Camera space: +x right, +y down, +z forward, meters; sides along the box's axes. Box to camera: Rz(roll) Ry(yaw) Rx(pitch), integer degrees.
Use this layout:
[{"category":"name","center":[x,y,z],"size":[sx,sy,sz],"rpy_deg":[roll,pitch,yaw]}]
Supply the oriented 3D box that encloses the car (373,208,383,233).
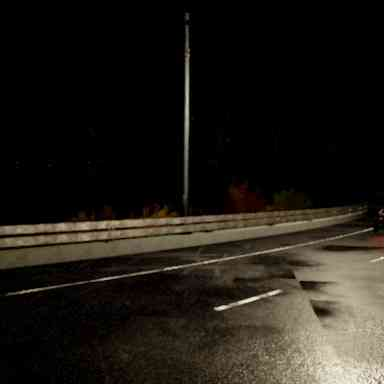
[{"category":"car","center":[12.562,1.708,20.306],"size":[1.837,1.490,4.892],"rpy_deg":[0,0,42]}]
